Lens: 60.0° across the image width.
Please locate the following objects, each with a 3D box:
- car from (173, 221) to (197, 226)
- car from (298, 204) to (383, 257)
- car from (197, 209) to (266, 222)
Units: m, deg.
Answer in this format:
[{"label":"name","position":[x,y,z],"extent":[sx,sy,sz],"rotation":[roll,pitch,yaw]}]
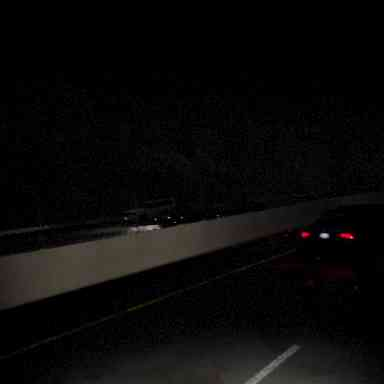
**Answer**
[{"label":"car","position":[0.401,1.747,25.215],"extent":[4.718,1.301,1.895],"rotation":[-5,-1,-41]},{"label":"car","position":[5.570,1.110,10.985],"extent":[5.357,1.411,2.033],"rotation":[-5,-1,-42]},{"label":"car","position":[3.014,1.364,22.848],"extent":[5.008,1.535,1.882],"rotation":[-5,-1,-41]}]
